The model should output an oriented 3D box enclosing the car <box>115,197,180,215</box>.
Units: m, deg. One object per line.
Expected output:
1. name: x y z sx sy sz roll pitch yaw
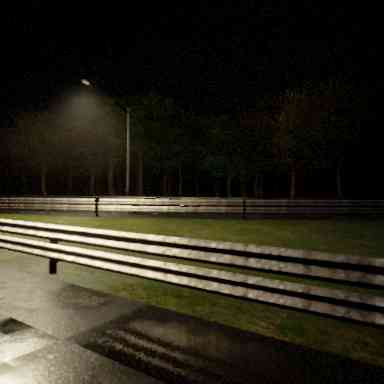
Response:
1. car: -3.602 1.146 27.314 5.357 1.411 2.033 0 0 14
